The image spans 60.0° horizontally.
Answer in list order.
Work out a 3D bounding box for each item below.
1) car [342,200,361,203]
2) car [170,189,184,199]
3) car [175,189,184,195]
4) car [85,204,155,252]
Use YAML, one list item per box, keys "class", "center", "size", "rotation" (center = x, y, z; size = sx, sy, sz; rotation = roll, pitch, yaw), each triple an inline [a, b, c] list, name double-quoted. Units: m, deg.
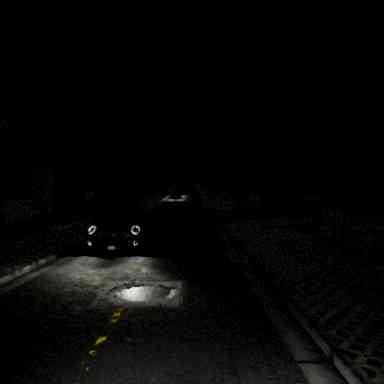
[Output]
- class: "car"
  center: [16.186, 1.536, 33.178]
  size: [4.181, 1.385, 1.994]
  rotation: [0, 0, -31]
- class: "car"
  center: [-2.804, 0.451, 58.179]
  size: [1.837, 1.490, 4.892]
  rotation: [0, 2, 0]
- class: "car"
  center: [-2.760, -0.041, 73.215]
  size: [1.895, 1.301, 4.718]
  rotation: [0, 2, 0]
- class: "car"
  center: [-2.791, 1.350, 13.812]
  size: [2.097, 1.767, 4.553]
  rotation: [0, 0, 0]
